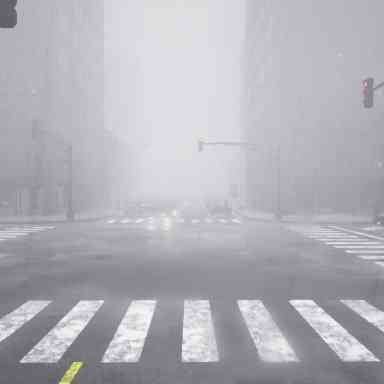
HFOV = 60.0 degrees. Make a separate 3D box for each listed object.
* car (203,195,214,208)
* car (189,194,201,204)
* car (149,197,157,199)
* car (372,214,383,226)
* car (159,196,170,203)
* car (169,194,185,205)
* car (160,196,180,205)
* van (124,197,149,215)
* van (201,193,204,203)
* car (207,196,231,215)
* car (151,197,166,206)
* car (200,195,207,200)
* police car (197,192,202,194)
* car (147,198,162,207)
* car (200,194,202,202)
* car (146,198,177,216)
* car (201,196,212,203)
[{"bbox_3d":[2.873,1.443,44.754,1.967,1.590,4.097,0,0,0],"label":"car"},{"bbox_3d":[0.296,1.527,63.821,1.812,1.442,4.674,0,0,0],"label":"car"},{"bbox_3d":[-5.680,1.443,39.122,1.967,1.590,4.097,0,0,0],"label":"car"},{"bbox_3d":[14.306,1.563,20.751,5.357,1.411,2.033,0,0,0],"label":"car"},{"bbox_3d":[-5.546,1.566,67.463,1.947,1.339,4.313,0,0,0],"label":"car"},{"bbox_3d":[-2.797,1.550,59.535,2.033,1.411,5.357,0,0,1],"label":"car"},{"bbox_3d":[-2.901,1.604,43.211,1.895,1.301,4.718,0,0,0],"label":"car"},{"bbox_3d":[-5.706,1.343,33.453,1.690,1.788,3.998,0,0,0],"label":"van"},{"bbox_3d":[2.926,1.344,56.092,1.690,1.788,3.998,0,0,0],"label":"van"},{"bbox_3d":[2.820,1.442,33.416,1.967,1.590,4.097,0,0,0],"label":"car"},{"bbox_3d":[-5.600,1.569,56.127,1.947,1.339,4.313,0,0,0],"label":"car"},{"bbox_3d":[3.086,1.558,90.108,1.947,1.339,4.313,0,0,0],"label":"car"},{"bbox_3d":[2.735,1.421,79.522,1.930,1.638,5.238,0,0,0],"label":"police car"},{"bbox_3d":[-5.626,1.585,50.458,1.802,1.307,4.206,0,0,0],"label":"car"},{"bbox_3d":[2.953,1.527,61.931,1.752,1.417,4.829,0,0,0],"label":"car"},{"bbox_3d":[-2.948,1.603,33.228,1.895,1.301,4.718,0,0,3],"label":"car"},{"bbox_3d":[2.979,1.551,67.431,2.008,1.369,4.403,0,0,0],"label":"car"}]
